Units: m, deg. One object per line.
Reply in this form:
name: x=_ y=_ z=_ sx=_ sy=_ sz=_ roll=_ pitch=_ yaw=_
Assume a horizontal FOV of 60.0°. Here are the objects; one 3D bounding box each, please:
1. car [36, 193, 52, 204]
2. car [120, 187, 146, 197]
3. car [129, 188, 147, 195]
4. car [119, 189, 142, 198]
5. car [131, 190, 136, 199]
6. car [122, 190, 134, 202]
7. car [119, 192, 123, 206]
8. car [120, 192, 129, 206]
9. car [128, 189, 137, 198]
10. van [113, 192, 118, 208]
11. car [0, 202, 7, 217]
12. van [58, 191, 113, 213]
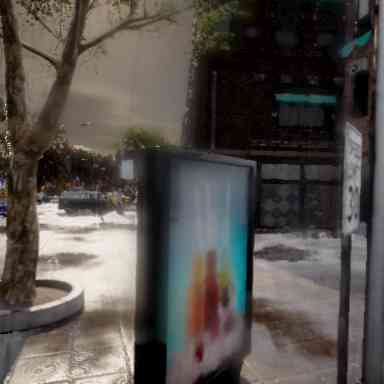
car: x=-20.640 y=0.815 z=44.929 sx=2.033 sy=1.411 sz=5.357 roll=1 pitch=1 yaw=-4
car: x=-13.958 y=0.025 z=78.700 sx=5.566 sy=2.045 sz=2.435 roll=2 pitch=1 yaw=-24
car: x=-15.104 y=-0.137 z=93.687 sx=4.553 sy=1.767 sz=2.185 roll=2 pitch=1 yaw=-24
car: x=-13.471 y=0.272 z=72.749 sx=4.553 sy=1.767 sz=2.185 roll=2 pitch=1 yaw=-24
car: x=-12.055 y=0.833 z=51.724 sx=5.366 sy=1.575 sz=1.946 roll=2 pitch=1 yaw=-25
car: x=-11.816 y=0.898 z=48.733 sx=5.366 sy=1.575 sz=1.946 roll=2 pitch=1 yaw=-25
car: x=-10.649 y=1.125 z=36.836 sx=5.008 sy=1.535 sz=2.097 roll=2 pitch=1 yaw=-25
car: x=-10.747 y=1.094 z=39.906 sx=5.366 sy=1.575 sz=1.946 roll=2 pitch=1 yaw=-25
car: x=-12.116 y=0.778 z=54.793 sx=4.892 sy=1.521 sz=2.231 roll=2 pitch=1 yaw=-25
van: x=-10.282 y=0.929 z=33.907 sx=4.442 sy=1.987 sz=1.878 roll=2 pitch=0 yaw=-25
car: x=-14.759 y=1.102 z=23.676 sx=1.882 sy=1.535 sz=5.008 roll=1 pitch=0 yaw=-6
van: x=-10.021 y=0.955 z=30.918 sx=4.442 sy=1.987 sz=1.878 roll=2 pitch=0 yaw=-25
